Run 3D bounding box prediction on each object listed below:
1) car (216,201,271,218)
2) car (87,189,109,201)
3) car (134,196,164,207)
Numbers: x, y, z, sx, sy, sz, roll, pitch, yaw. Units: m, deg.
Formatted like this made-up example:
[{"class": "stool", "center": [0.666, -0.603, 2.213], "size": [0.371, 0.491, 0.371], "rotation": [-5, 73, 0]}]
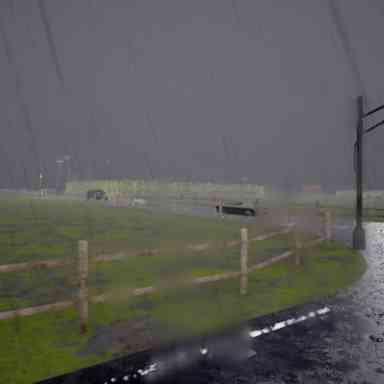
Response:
[{"class": "car", "center": [4.172, 1.435, 27.399], "size": [1.895, 1.301, 4.718], "rotation": [1, 0, -35]}, {"class": "car", "center": [-15.822, 0.530, 55.605], "size": [2.150, 2.045, 5.566], "rotation": [1, 0, -36]}, {"class": "car", "center": [-5.261, 1.143, 40.627], "size": [1.895, 1.301, 4.718], "rotation": [1, 0, -35]}]
